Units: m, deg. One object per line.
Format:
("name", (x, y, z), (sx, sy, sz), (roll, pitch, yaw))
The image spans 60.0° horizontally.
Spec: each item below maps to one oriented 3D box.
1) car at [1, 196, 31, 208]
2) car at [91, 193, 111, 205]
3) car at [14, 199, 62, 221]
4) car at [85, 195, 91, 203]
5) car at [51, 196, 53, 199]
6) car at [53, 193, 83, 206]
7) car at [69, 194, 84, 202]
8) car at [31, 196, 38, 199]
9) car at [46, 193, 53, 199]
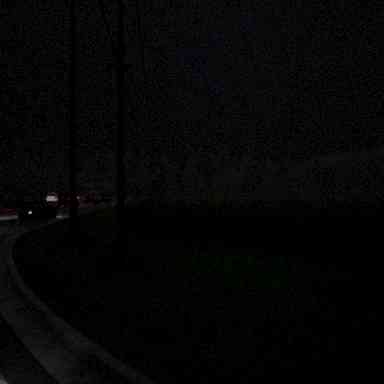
("car", (-25.213, 1.593, 47.523), (1.895, 1.301, 4.718), (0, 0, -6))
("car", (-15.797, 1.213, 58.935), (2.150, 2.045, 5.566), (0, 0, -6))
("car", (-12.611, 1.559, 27.470), (1.994, 1.385, 4.181), (0, 0, -6))
("car", (-20.234, 1.343, 67.580), (2.097, 1.767, 4.553), (0, 0, -6))
("car", (-22.963, 1.592, 59.262), (1.895, 1.301, 4.718), (0, 0, -6))
("car", (-18.388, 1.213, 49.631), (2.150, 2.045, 5.566), (0, 0, -6))
("car", (-23.951, 1.300, 69.186), (1.882, 1.535, 5.008), (0, 0, -6))
("car", (-30.303, 1.537, 62.781), (2.033, 1.411, 5.357), (0, 0, -5))
("car", (-27.128, 1.214, 66.049), (2.150, 2.045, 5.566), (0, 0, -6))
